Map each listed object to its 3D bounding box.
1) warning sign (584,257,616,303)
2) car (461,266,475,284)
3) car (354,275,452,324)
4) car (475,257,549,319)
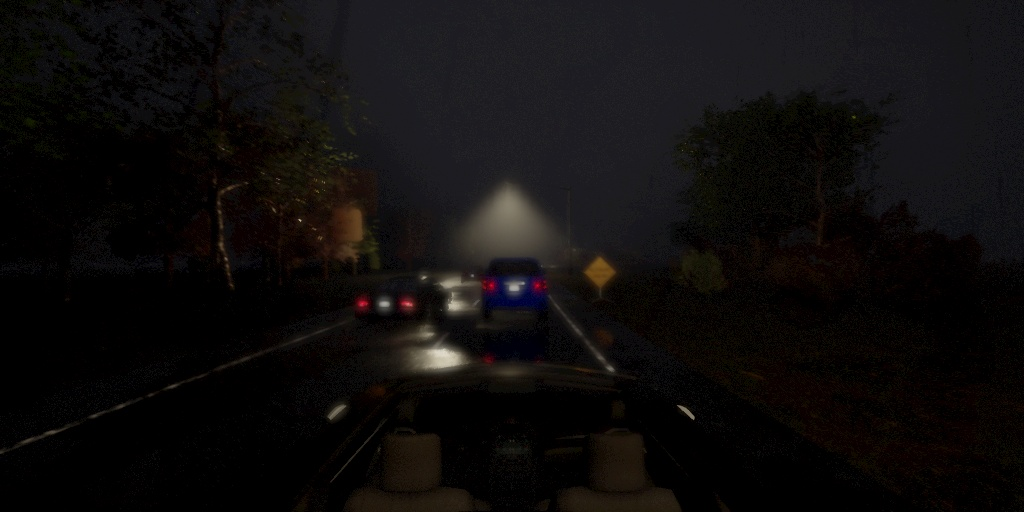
[{"bbox_3d":[3.668,0.954,14.856,1.300,1.860,1.060,0,0,1],"label":"warning sign"},{"bbox_3d":[-2.964,1.501,29.644,1.994,1.385,4.181,0,0,2],"label":"car"},{"bbox_3d":[-3.393,1.367,12.195,2.033,1.411,5.357,0,0,1],"label":"car"},{"bbox_3d":[0.135,1.050,13.281,2.150,2.045,5.566,0,0,1],"label":"car"}]
